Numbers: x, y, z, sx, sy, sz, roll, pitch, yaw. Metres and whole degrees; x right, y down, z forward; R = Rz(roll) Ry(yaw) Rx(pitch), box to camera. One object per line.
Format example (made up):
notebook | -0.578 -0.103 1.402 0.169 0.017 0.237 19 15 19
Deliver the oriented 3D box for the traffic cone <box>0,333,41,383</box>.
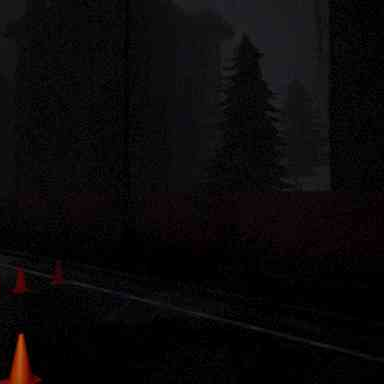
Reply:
traffic cone | -2.091 2.030 4.070 0.340 0.580 0.340 -1 -1 36

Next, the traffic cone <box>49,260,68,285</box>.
traffic cone | -3.552 2.113 8.851 0.340 0.580 0.340 -1 -1 36

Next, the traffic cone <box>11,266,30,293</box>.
traffic cone | -4.142 2.098 8.043 0.340 0.580 0.340 -1 -1 36
